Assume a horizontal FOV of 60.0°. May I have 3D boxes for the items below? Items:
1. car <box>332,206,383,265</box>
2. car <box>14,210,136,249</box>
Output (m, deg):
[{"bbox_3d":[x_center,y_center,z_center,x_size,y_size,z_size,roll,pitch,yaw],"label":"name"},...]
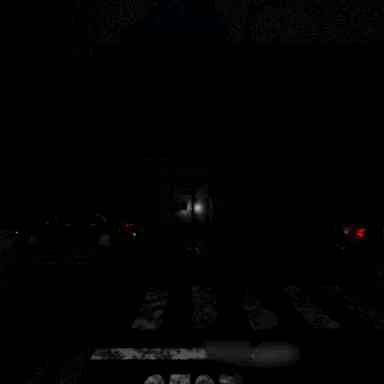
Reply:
[{"bbox_3d":[7.233,1.331,11.053,4.553,1.767,2.097,0,0,0],"label":"car"},{"bbox_3d":[-4.833,1.526,13.977,4.892,1.490,1.837,0,0,0],"label":"car"}]
